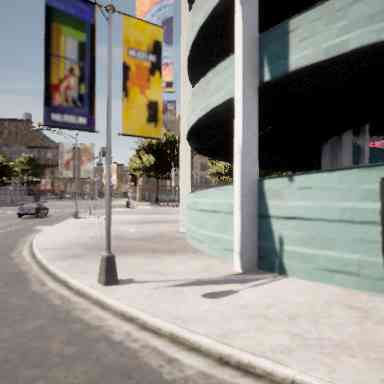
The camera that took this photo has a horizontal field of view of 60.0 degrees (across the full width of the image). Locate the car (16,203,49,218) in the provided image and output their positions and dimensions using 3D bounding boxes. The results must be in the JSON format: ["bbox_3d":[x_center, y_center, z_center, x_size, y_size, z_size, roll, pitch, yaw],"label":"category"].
[{"bbox_3d":[-15.495,1.750,32.555,2.033,1.411,5.357,0,-1,-11],"label":"car"}]
